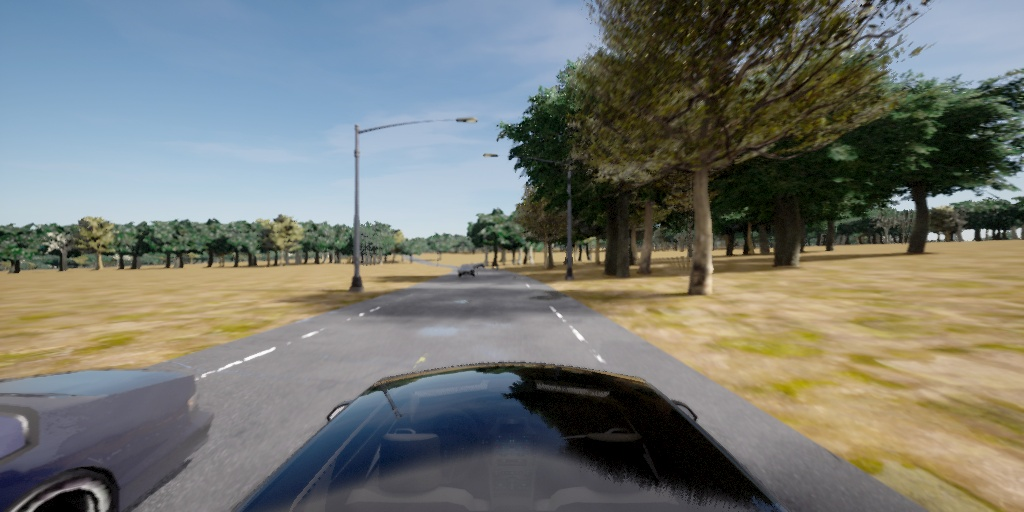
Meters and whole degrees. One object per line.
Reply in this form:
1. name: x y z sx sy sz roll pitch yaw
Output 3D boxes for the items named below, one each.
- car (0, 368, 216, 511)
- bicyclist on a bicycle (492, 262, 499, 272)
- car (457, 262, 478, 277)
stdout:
1. car: -3.602 1.302 0.799 2.033 1.411 5.357 0 0 0
2. bicyclist on a bicycle: -2.595 1.901 61.798 0.582 1.620 1.656 0 -1 -7
3. car: -5.078 1.633 40.627 1.837 1.490 4.892 0 -2 -4
